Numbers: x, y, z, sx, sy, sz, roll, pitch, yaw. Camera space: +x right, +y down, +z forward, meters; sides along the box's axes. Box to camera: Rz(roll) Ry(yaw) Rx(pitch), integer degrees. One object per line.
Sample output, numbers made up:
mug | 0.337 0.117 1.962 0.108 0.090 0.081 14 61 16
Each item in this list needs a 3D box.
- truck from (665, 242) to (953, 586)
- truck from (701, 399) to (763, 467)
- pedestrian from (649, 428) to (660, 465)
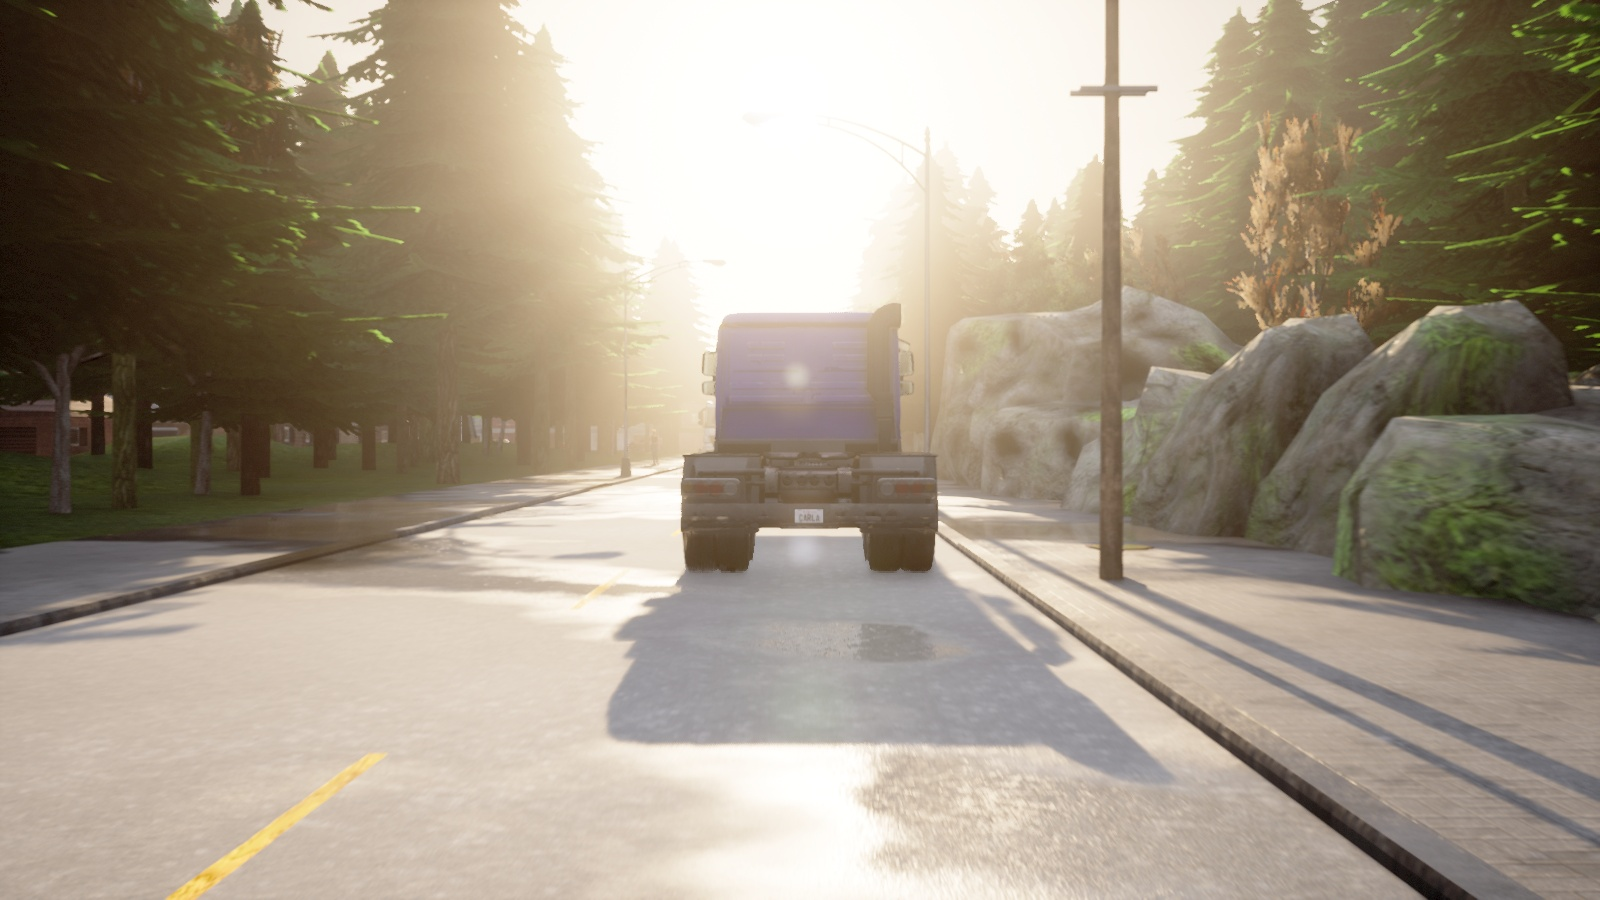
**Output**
truck | 0.109 -0.402 16.598 2.891 3.462 7.936 0 1 0
truck | -3.603 -0.924 68.483 2.891 3.462 7.936 0 1 0
pedestrian | -7.350 -0.183 63.328 0.345 1.836 0.594 0 1 16
